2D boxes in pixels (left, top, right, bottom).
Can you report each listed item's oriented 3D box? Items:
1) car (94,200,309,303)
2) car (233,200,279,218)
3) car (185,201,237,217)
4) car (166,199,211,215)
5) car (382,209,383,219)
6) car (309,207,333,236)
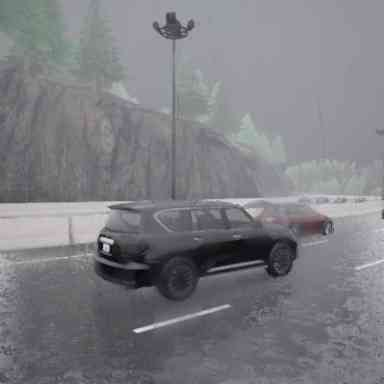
[{"bbox_3d":[0.353,1.245,8.550,5.566,2.045,2.150,0,0,-37],"label":"car"},{"bbox_3d":[6.265,1.582,32.205,4.892,1.490,1.837,0,0,-44],"label":"car"},{"bbox_3d":[1.988,1.625,32.948,5.357,1.411,2.033,0,0,-43],"label":"car"},{"bbox_3d":[-0.275,1.589,35.670,4.892,1.490,1.837,0,0,-43],"label":"car"},{"bbox_3d":[18.049,1.634,28.839,1.994,1.385,4.181,0,0,45],"label":"car"},{"bbox_3d":[5.285,1.393,16.995,4.553,1.767,2.097,0,0,-40],"label":"car"}]
